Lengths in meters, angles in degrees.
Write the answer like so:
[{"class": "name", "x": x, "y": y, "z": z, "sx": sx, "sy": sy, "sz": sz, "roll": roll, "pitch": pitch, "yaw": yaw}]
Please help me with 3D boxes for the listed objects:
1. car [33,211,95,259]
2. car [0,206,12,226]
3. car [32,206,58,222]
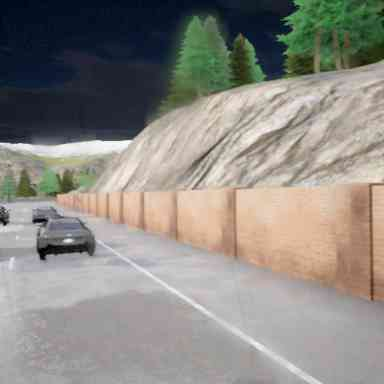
[{"class": "car", "x": -5.168, "y": 1.683, "z": 13.368, "sx": 1.994, "sy": 1.385, "sz": 4.181, "roll": 0, "pitch": 0, "yaw": -26}, {"class": "car", "x": -15.005, "y": 1.781, "z": 25.359, "sx": 1.837, "sy": 1.490, "sz": 4.892, "roll": 0, "pitch": 0, "yaw": -26}, {"class": "car", "x": -11.801, "y": 1.816, "z": 26.774, "sx": 1.994, "sy": 1.385, "sz": 4.181, "roll": 0, "pitch": 0, "yaw": -26}]
